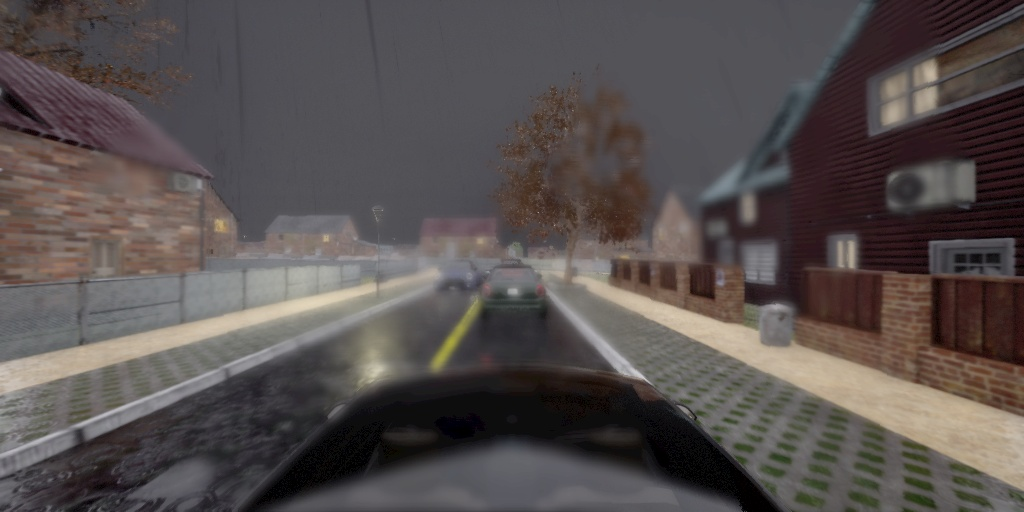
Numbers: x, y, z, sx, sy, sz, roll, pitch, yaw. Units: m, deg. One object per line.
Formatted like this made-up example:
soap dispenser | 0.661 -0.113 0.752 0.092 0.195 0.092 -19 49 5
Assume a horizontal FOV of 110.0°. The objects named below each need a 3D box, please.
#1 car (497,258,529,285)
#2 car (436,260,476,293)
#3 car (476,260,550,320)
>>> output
car | 0.079 1.046 25.789 2.097 1.767 4.553 0 0 0
car | -2.847 1.058 20.128 2.097 1.767 4.553 0 0 0
car | 0.087 1.074 12.580 2.097 1.767 4.553 0 0 0
